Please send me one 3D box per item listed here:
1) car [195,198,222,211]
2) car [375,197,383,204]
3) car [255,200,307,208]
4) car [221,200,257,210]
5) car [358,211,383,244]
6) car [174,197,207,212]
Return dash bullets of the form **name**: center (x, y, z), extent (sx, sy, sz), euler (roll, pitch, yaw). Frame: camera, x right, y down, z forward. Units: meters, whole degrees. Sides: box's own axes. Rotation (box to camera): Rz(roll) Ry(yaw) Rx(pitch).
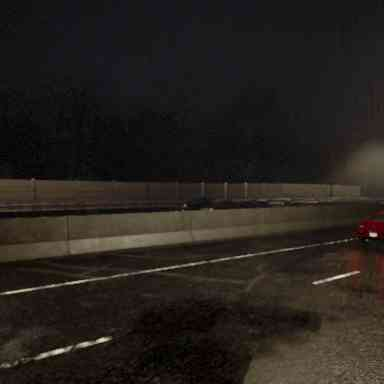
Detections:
- **car**: center (2.964, 1.524, 31.903), extent (4.674, 1.442, 1.812), euler (0, 0, -35)
- **car**: center (33.864, 1.575, 58.138), extent (4.181, 1.385, 1.994), euler (0, 0, -35)
- **car**: center (7.875, 1.547, 26.811), extent (5.357, 1.411, 2.033), euler (0, 0, -35)
- **car**: center (5.254, 1.504, 29.238), extent (4.892, 1.490, 1.837), euler (0, 0, -35)
- **car**: center (9.049, 1.524, 14.503), extent (4.674, 1.442, 1.812), euler (0, 0, -36)
- **car**: center (0.413, 1.350, 34.382), extent (4.553, 1.767, 2.097), euler (0, 0, -35)
